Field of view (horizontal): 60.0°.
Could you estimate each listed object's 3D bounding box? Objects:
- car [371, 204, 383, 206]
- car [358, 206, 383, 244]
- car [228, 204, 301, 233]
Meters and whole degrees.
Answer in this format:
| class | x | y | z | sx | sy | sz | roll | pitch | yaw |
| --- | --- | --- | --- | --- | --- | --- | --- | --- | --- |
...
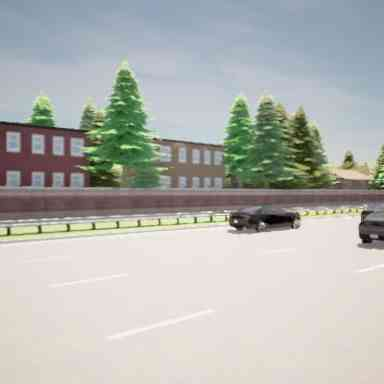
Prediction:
| class | x | y | z | sx | sy | sz | roll | pitch | yaw |
| --- | --- | --- | --- | --- | --- | --- | --- | --- | --- |
| car | 12.744 | 1.511 | 21.451 | 4.892 | 1.490 | 1.837 | 0 | 0 | -36 |
| car | 9.204 | 1.509 | 14.623 | 4.892 | 1.490 | 1.837 | 0 | 0 | -36 |
| car | 4.424 | 1.481 | 19.805 | 5.008 | 1.535 | 1.882 | 0 | 0 | -36 |
